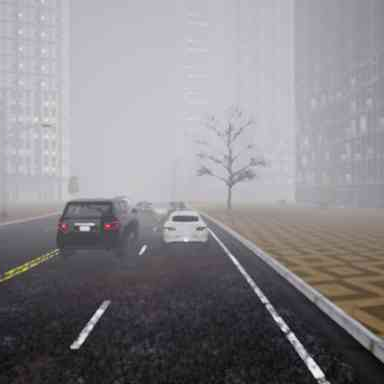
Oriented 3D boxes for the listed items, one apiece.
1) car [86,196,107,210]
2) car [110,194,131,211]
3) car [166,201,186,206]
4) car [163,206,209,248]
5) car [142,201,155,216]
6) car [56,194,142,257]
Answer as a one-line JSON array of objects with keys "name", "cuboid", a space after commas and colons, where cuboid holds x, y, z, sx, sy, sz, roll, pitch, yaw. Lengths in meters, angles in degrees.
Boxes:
[{"name": "car", "cuboid": [-12.785, 1.471, 44.822, 2.097, 1.767, 4.553, 0, 0, -7]}, {"name": "car", "cuboid": [-9.428, 1.325, 44.230, 2.150, 2.045, 5.566, 0, 0, -7]}, {"name": "car", "cuboid": [-1.505, 1.598, 33.042, 2.033, 1.411, 5.357, 0, 0, -5]}, {"name": "car", "cuboid": [-0.308, 1.546, 14.739, 1.812, 1.442, 4.674, 0, 0, -2]}, {"name": "car", "cuboid": [-4.793, 1.613, 33.380, 2.033, 1.411, 5.357, 0, 0, -5]}, {"name": "car", "cuboid": [-3.491, 1.254, 13.205, 2.150, 2.045, 5.566, 0, 0, -2]}]
